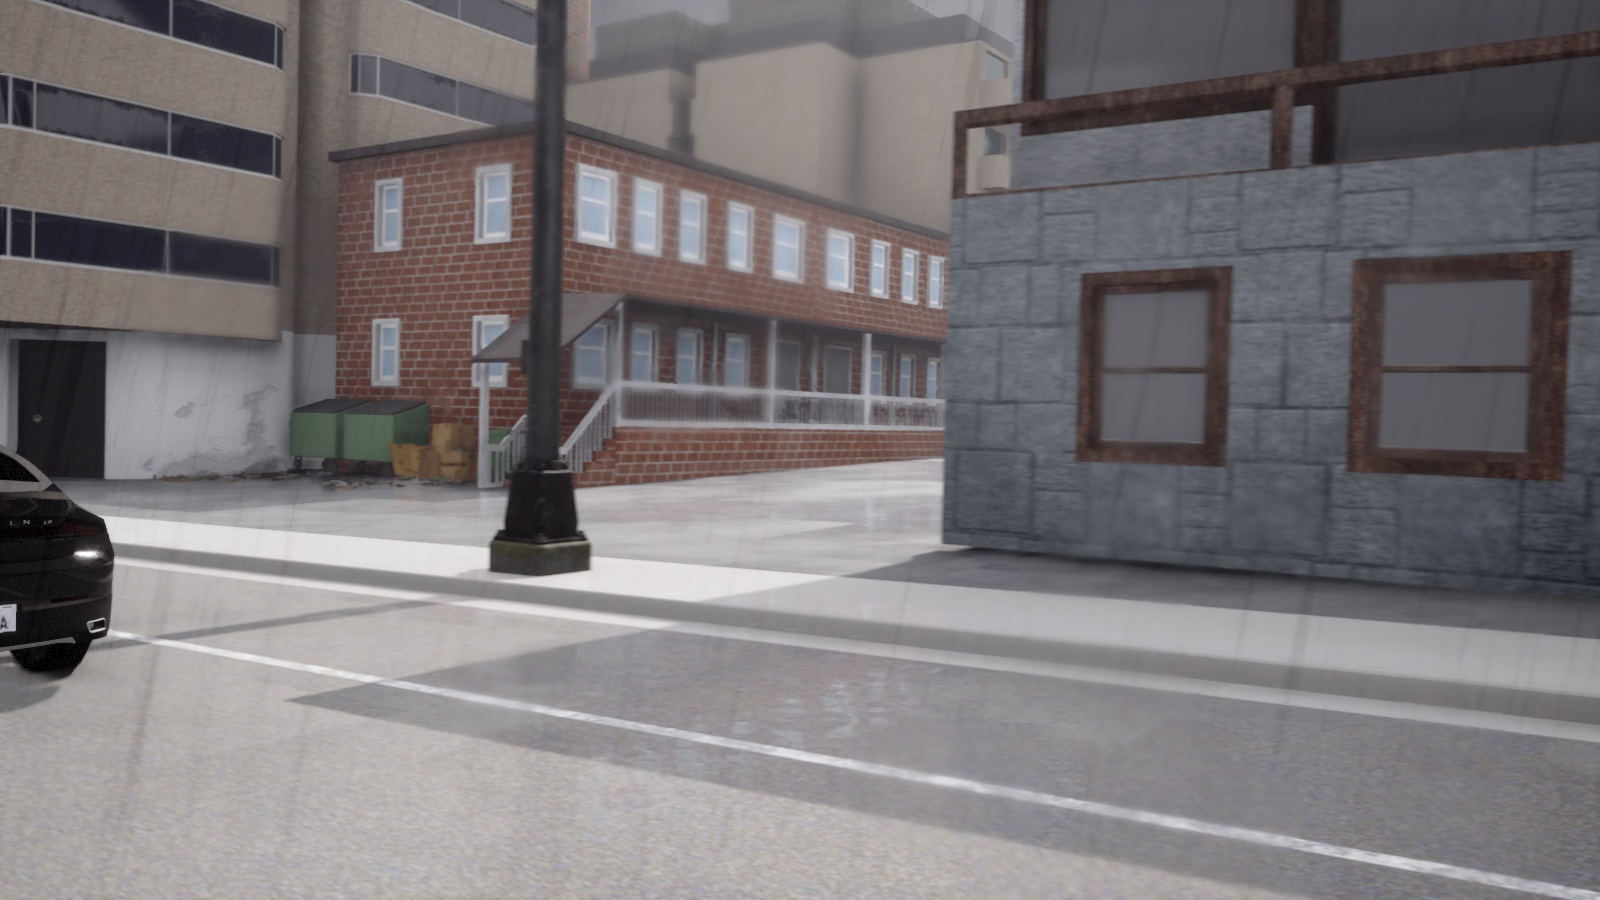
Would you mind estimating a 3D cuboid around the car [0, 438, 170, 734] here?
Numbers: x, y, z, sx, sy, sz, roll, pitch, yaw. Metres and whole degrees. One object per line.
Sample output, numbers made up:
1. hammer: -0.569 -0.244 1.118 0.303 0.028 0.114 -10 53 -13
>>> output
1. car: -6.119 0.699 7.689 4.892 1.490 1.837 0 1 34
